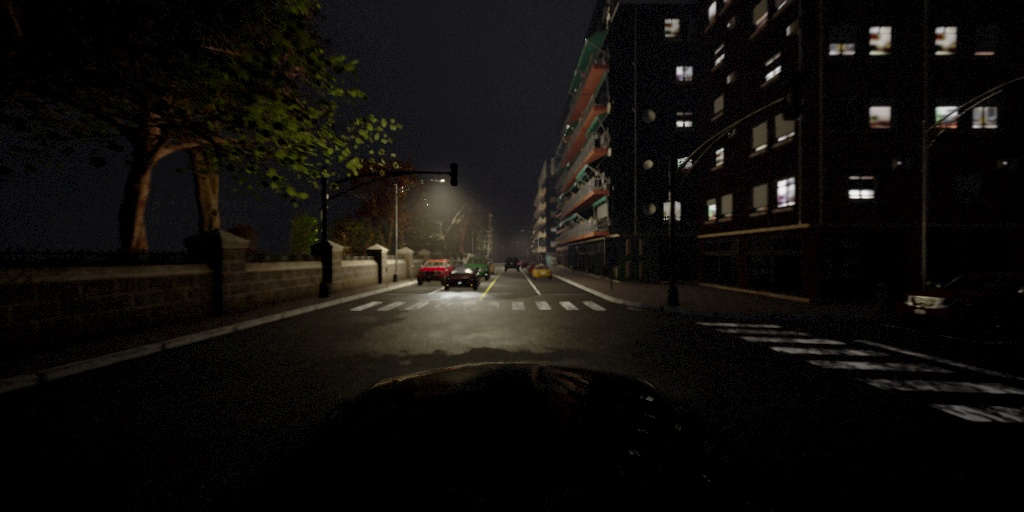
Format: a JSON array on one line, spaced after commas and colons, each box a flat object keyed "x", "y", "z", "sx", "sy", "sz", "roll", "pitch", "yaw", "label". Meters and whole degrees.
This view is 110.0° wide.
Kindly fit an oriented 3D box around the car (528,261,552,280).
[{"x": 2.690, "y": 1.416, "z": 32.924, "sx": 1.751, "sy": 1.417, "sz": 4.829, "roll": 0, "pitch": 0, "yaw": 0, "label": "car"}]

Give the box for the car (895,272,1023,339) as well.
[{"x": 14.599, "y": 1.377, "z": 10.633, "sx": 5.009, "sy": 1.841, "sz": 2.192, "roll": 0, "pitch": 0, "yaw": 0, "label": "car"}]

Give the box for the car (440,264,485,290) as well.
[{"x": -3.100, "y": 1.409, "z": 23.196, "sx": 1.994, "sy": 1.385, "sz": 4.181, "roll": 0, "pitch": 0, "yaw": 0, "label": "car"}]

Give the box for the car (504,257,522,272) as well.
[{"x": 0.001, "y": 1.208, "z": 52.153, "sx": 2.150, "sy": 2.045, "sz": 5.566, "roll": 0, "pitch": 0, "yaw": 0, "label": "car"}]

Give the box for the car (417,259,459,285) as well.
[{"x": -5.690, "y": 1.179, "z": 27.218, "sx": 2.192, "sy": 1.841, "sz": 5.009, "roll": 0, "pitch": 0, "yaw": 0, "label": "car"}]

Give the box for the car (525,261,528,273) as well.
[{"x": 2.690, "y": 1.463, "z": 38.289, "sx": 1.888, "sy": 1.381, "sz": 4.507, "roll": 0, "pitch": 0, "yaw": 0, "label": "car"}]

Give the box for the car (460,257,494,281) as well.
[{"x": -3.102, "y": 1.112, "z": 32.651, "sx": 2.150, "sy": 2.045, "sz": 5.566, "roll": 0, "pitch": 0, "yaw": 0, "label": "car"}]

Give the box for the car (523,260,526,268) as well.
[{"x": 2.690, "y": 1.496, "z": 43.825, "sx": 2.007, "sy": 1.370, "sz": 4.403, "roll": 0, "pitch": 0, "yaw": 0, "label": "car"}]
